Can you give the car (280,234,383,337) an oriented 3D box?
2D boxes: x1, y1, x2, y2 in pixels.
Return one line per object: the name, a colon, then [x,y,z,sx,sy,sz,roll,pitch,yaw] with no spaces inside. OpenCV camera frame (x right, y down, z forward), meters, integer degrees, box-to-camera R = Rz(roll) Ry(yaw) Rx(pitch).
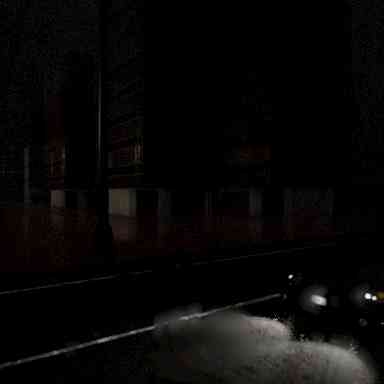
car: [3.686,1.564,6.502,4.181,1.385,1.994,0,0,-35]
